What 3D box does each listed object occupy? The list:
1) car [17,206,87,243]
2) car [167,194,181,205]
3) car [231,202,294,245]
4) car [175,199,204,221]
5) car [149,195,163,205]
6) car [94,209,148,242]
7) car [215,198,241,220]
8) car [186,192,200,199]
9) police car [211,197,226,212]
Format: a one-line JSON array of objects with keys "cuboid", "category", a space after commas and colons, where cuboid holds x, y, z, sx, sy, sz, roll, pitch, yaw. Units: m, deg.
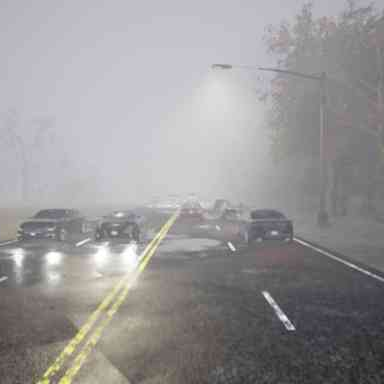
[{"cuboid": [-6.595, 1.500, 16.210, 1.837, 1.490, 4.892, 0, 0, 0], "category": "car"}, {"cuboid": [-3.234, 1.319, 60.149, 2.150, 2.045, 5.566, 0, 0, 0], "category": "car"}, {"cuboid": [3.239, 1.455, 15.581, 1.882, 1.535, 5.008, -1, 0, 0], "category": "car"}, {"cuboid": [-0.044, 1.526, 26.645, 2.033, 1.411, 5.357, -1, -1, 0], "category": "car"}, {"cuboid": [-6.484, 1.407, 60.211, 2.097, 1.767, 4.553, 0, 0, 0], "category": "car"}, {"cuboid": [-3.346, 1.559, 16.291, 1.994, 1.385, 4.181, 0, 0, 0], "category": "car"}, {"cuboid": [3.257, 1.455, 26.589, 2.128, 1.511, 4.902, 1, -1, 0], "category": "car"}, {"cuboid": [0.147, 1.060, 59.127, 2.150, 2.045, 5.566, 2, 0, 0], "category": "car"}, {"cuboid": [3.271, 1.388, 37.701, 1.930, 1.638, 5.238, 1, -1, 0], "category": "police car"}]
